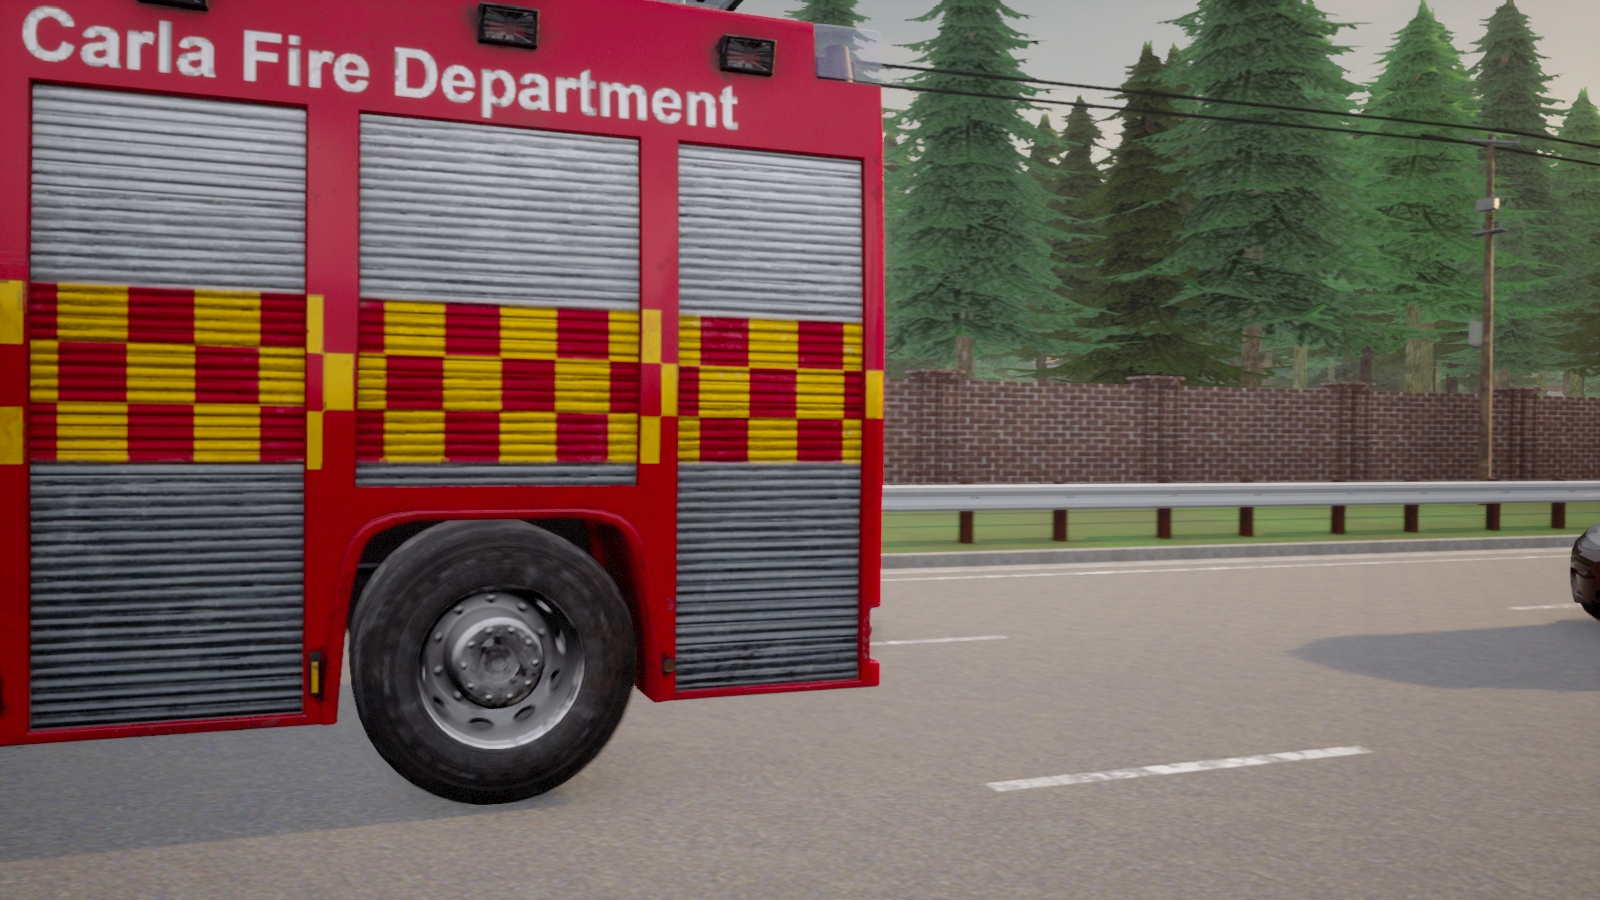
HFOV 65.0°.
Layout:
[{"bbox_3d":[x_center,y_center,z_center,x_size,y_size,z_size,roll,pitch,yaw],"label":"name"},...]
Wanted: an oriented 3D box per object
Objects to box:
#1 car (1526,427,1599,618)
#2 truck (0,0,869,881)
[{"bbox_3d":[8.655,0.537,10.270,4.792,1.488,2.163,-1,1,-21],"label":"car"},{"bbox_3d":[-4.188,-0.409,5.379,8.468,3.827,2.891,-1,1,-21],"label":"truck"}]
